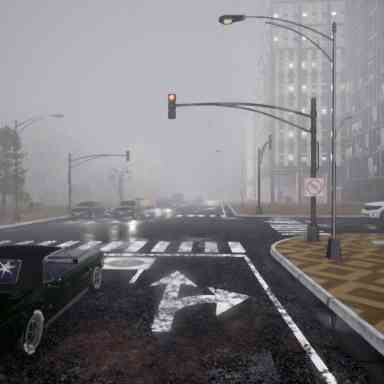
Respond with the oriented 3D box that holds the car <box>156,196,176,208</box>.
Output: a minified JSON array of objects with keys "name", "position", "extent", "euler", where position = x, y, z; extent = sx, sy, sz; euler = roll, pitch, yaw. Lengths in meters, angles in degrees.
[{"name":"car","position":[-3.873,1.592,47.243],"extent":[1.895,1.301,4.718],"euler":[0,0,5]}]

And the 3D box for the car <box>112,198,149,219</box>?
[{"name":"car","position":[-5.352,1.480,28.577],"extent":[1.837,1.490,4.892],"euler":[0,-1,4]}]

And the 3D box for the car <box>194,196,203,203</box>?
[{"name":"car","position":[1.347,1.548,69.426],"extent":[2.033,1.411,5.357],"euler":[0,0,4]}]

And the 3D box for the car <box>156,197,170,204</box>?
[{"name":"car","position":[-5.656,1.597,65.085],"extent":[1.895,1.301,4.718],"euler":[0,0,5]}]

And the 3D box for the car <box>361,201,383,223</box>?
[{"name":"car","position":[14.830,1.059,22.949],"extent":[5.566,2.045,2.150],"euler":[0,0,5]}]

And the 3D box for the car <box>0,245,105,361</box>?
[{"name":"car","position":[-3.043,1.600,5.946],"extent":[1.895,1.301,4.718],"euler":[0,0,1]}]

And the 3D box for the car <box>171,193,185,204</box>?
[{"name":"car","position":[-2.620,1.219,62.521],"extent":[2.150,2.045,5.566],"euler":[0,0,5]}]

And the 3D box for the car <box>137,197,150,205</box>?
[{"name":"car","position":[-7.209,1.468,46.279],"extent":[1.882,1.535,5.008],"euler":[0,0,5]}]

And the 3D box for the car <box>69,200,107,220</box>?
[{"name":"car","position":[-8.644,1.494,28.115],"extent":[1.837,1.490,4.892],"euler":[0,-1,4]}]
